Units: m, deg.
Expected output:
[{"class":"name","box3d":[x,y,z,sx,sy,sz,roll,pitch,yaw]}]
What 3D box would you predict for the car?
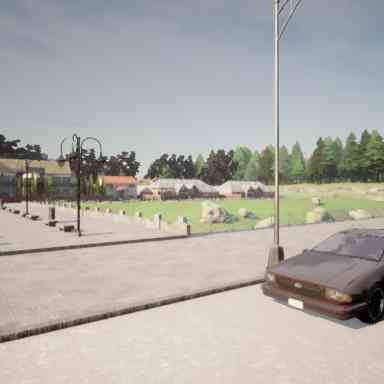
[{"class":"car","box3d":[3.962,1.547,7.331,5.357,1.411,2.033,0,0,-36]}]
